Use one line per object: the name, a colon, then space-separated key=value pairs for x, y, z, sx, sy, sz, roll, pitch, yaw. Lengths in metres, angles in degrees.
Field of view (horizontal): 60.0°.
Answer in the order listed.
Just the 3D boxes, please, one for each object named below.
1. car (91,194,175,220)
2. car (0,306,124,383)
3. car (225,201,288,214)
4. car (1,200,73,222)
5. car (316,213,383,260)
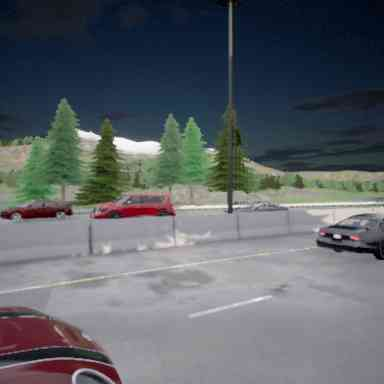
car: x=-3.820 y=1.131 z=22.217 sx=5.566 sy=2.045 sz=2.150 roll=0 pitch=0 yaw=-31
car: x=-2.598 y=1.344 z=1.779 sx=4.553 sy=1.767 sz=2.097 roll=0 pitch=0 yaw=-36
car: x=4.473 y=1.395 z=22.966 sx=4.902 sy=1.511 sz=2.128 roll=0 pitch=0 yaw=-28
car: x=-11.756 y=1.377 z=25.431 sx=5.008 sy=1.535 sz=1.882 roll=0 pitch=0 yaw=-33
car: x=6.926 y=1.495 z=12.138 sx=5.357 sy=1.411 sz=2.033 roll=0 pitch=0 yaw=-30
